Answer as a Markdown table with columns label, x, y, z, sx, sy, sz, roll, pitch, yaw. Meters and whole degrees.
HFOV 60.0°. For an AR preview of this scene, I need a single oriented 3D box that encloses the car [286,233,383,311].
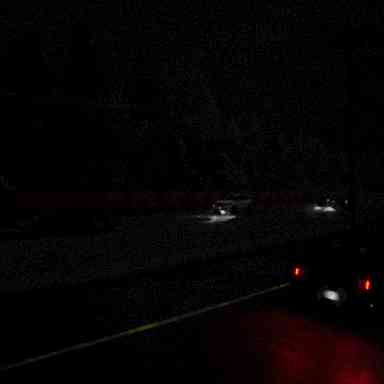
| label | x | y | z | sx | sy | sz | roll | pitch | yaw |
| --- | --- | --- | --- | --- | --- | --- | --- | --- | --- |
| car | 4.203 | 1.586 | 7.537 | 4.718 | 1.301 | 1.895 | 0 | 0 | -42 |

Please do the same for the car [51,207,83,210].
| label | x | y | z | sx | sy | sz | roll | pitch | yaw |
| --- | --- | --- | --- | --- | --- | --- | --- | --- | --- |
| car | -6.602 | 1.540 | 16.923 | 4.892 | 1.490 | 1.837 | 0 | 0 | -41 |

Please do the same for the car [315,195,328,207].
| label | x | y | z | sx | sy | sz | roll | pitch | yaw |
| --- | --- | --- | --- | --- | --- | --- | --- | --- | --- |
| car | 20.180 | 1.277 | 50.048 | 2.097 | 1.767 | 4.553 | 0 | 0 | 37 |

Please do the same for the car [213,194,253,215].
| label | x | y | z | sx | sy | sz | roll | pitch | yaw |
| --- | --- | --- | --- | --- | --- | --- | --- | --- | --- |
| car | 4.329 | 1.215 | 34.454 | 2.150 | 2.045 | 5.566 | 0 | 0 | 36 |

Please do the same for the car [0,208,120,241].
| label | x | y | z | sx | sy | sz | roll | pitch | yaw |
| --- | --- | --- | --- | --- | --- | --- | --- | --- | --- |
| car | -5.555 | 1.577 | 13.157 | 5.357 | 1.411 | 2.033 | 0 | 0 | -39 |

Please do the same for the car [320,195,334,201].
| label | x | y | z | sx | sy | sz | roll | pitch | yaw |
| --- | --- | --- | --- | --- | --- | --- | --- | --- | --- |
| car | 31.267 | 1.366 | 76.809 | 1.837 | 1.490 | 4.892 | 0 | 0 | 36 |

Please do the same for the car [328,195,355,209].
| label | x | y | z | sx | sy | sz | roll | pitch | yaw |
| --- | --- | --- | --- | --- | --- | --- | --- | --- | --- |
| car | 20.019 | 1.275 | 43.944 | 2.097 | 1.767 | 4.553 | 0 | 0 | 37 |

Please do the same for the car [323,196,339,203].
| label | x | y | z | sx | sy | sz | roll | pitch | yaw |
| --- | --- | --- | --- | --- | --- | --- | --- | --- | --- |
| car | 27.421 | 1.450 | 65.673 | 1.994 | 1.385 | 4.181 | 0 | 0 | 36 |
